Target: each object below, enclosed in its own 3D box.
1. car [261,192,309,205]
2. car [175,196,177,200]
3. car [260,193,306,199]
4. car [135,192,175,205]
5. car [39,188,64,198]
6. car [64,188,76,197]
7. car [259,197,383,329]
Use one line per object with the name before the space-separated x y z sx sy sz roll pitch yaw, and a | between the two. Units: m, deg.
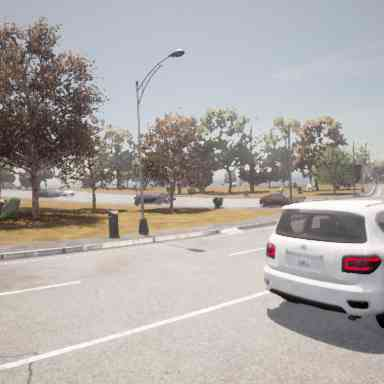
car | 10.277 0.729 36.928 4.718 1.301 1.895 -1 2 33
car | -4.185 0.678 46.284 4.181 1.385 1.994 1 3 33
car | 8.939 0.829 33.071 4.674 1.442 1.812 -1 2 39
car | -5.082 0.788 42.696 4.902 1.511 2.128 1 3 33
car | -23.751 0.222 54.842 4.674 1.442 1.812 2 4 33
car | -22.359 0.037 58.110 4.674 1.442 1.812 2 4 33
car | 3.852 1.174 6.995 5.566 2.045 2.150 -1 0 -39
